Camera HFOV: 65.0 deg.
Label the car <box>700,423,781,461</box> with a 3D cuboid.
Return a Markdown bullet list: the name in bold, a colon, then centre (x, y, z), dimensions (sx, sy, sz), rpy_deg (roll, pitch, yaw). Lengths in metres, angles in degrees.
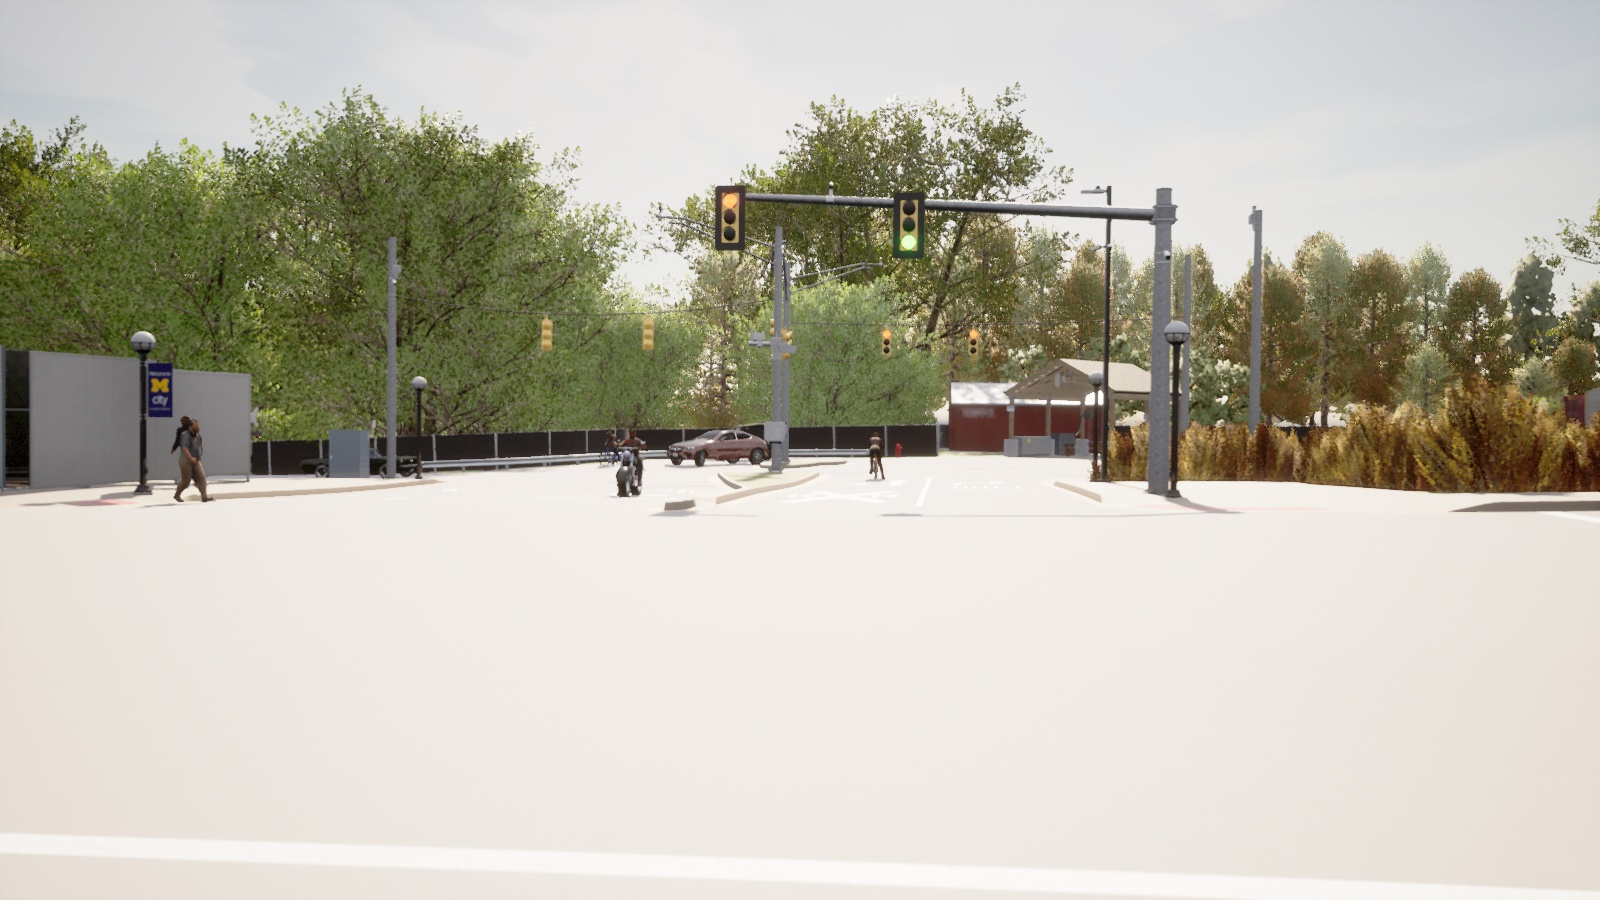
- **car**: centre (-3.052, -0.415, 64.375), dimensions (3.866, 1.878, 1.905), rpy_deg (-1, 2, -14)

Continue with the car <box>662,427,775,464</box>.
- **car**: centre (-3.809, -0.257, 59.020), dimensions (5.027, 1.651, 2.152), rpy_deg (-1, 2, -41)

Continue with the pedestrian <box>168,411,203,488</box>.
- **pedestrian**: centre (-14.935, -0.030, 30.533), dimensions (0.431, 1.840, 0.703), rpy_deg (1, 1, 11)

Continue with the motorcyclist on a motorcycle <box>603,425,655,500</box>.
- **motorcyclist on a motorcycle**: centre (-3.927, 0.283, 29.020), dimensions (0.766, 1.649, 2.350), rpy_deg (1, 0, 2)

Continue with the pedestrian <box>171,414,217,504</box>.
- **pedestrian**: centre (-12.693, 0.173, 26.292), dimensions (0.694, 1.848, 0.540), rpy_deg (1, 2, 21)

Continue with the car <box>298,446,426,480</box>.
- **car**: centre (-18.265, 0.539, 52.422), dimensions (4.718, 1.301, 1.895), rpy_deg (-1, 2, 11)
